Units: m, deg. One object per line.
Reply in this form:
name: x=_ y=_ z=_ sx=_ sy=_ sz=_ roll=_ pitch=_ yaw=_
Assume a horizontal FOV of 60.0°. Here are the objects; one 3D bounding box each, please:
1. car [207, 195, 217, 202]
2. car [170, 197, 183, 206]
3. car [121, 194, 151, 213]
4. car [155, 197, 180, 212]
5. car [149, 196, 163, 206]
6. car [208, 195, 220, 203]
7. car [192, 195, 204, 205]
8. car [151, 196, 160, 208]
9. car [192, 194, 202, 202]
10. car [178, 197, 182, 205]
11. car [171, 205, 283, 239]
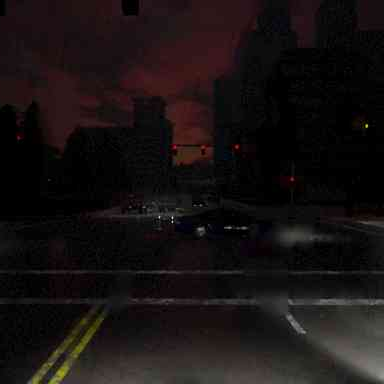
car: x=4.627 y=1.486 z=77.140 sx=1.882 sy=1.535 sz=5.008 roll=0 pitch=0 yaw=1
car: x=-2.635 y=1.553 z=58.324 sx=2.033 sy=1.411 sz=5.357 roll=0 pitch=0 yaw=1
car: x=-6.360 y=1.225 z=37.091 sx=2.150 sy=2.045 sz=5.566 roll=0 pitch=0 yaw=1
car: x=-2.839 y=1.605 z=39.199 sx=1.895 sy=1.301 sz=4.718 roll=0 pitch=0 yaw=1
car: x=-6.153 y=1.511 z=57.031 sx=1.837 sy=1.490 sz=4.892 roll=0 pitch=0 yaw=0
car: x=4.636 y=1.554 z=67.318 sx=2.033 sy=1.411 sz=5.357 roll=0 pitch=0 yaw=1
car: x=1.024 y=1.570 z=56.205 sx=1.994 sy=1.385 sz=4.181 roll=0 pitch=0 yaw=1
car: x=-6.262 y=1.496 z=46.972 sx=2.128 sy=1.511 sz=4.902 roll=0 pitch=0 yaw=1
car: x=1.125 y=1.363 z=76.936 sx=2.097 sy=1.767 sz=4.553 roll=0 pitch=0 yaw=1
car: x=-2.751 y=1.569 z=48.000 sx=1.994 sy=1.385 sz=4.181 roll=0 pitch=0 yaw=1
car: x=1.769 y=1.549 z=16.862 sx=5.357 sy=1.411 sz=2.033 roll=0 pitch=0 yaw=1
